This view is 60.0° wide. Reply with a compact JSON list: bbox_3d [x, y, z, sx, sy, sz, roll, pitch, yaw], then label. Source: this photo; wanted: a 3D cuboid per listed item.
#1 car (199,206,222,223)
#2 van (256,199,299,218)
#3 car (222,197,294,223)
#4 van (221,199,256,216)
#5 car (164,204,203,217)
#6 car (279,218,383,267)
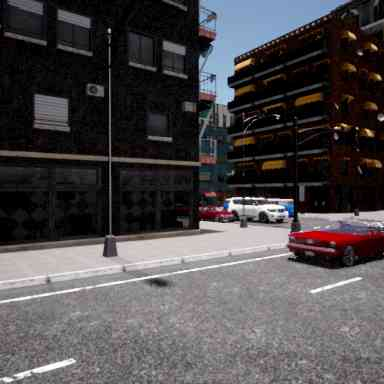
[{"bbox_3d":[1.814,1.873,28.658,1.802,1.307,4.206,-1,0,-36],"label":"car"},{"bbox_3d":[8.557,1.601,33.570,1.690,1.788,3.998,-1,0,-36],"label":"van"},{"bbox_3d":[5.389,1.470,28.115,2.150,2.045,5.566,0,-1,-36],"label":"car"},{"bbox_3d":[5.245,1.675,38.088,1.690,1.788,3.998,-1,0,-36],"label":"van"},{"bbox_3d":[-0.996,1.991,36.825,1.895,1.301,4.718,0,-1,-36],"label":"car"},{"bbox_3d":[5.432,1.598,11.546,4.718,1.301,1.895,0,0,-35],"label":"car"}]
